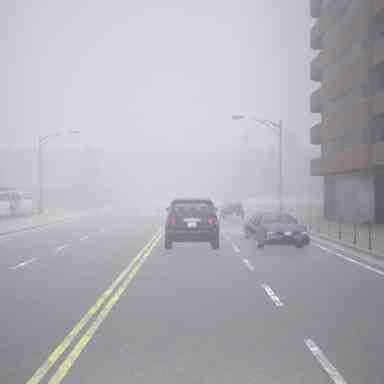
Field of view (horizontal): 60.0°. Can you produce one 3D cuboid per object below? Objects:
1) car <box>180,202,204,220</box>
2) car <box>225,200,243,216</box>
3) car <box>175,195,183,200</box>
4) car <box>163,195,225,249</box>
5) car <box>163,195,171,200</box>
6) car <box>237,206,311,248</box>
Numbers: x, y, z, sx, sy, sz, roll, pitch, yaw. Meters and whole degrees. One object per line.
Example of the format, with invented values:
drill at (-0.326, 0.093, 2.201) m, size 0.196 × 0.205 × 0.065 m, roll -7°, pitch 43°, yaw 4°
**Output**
car at (0.000, 1.615, 29.680) m, size 1.895 × 1.301 × 4.718 m, roll 0°, pitch 0°, yaw 0°
car at (3.500, 1.515, 29.650) m, size 1.837 × 1.490 × 4.892 m, roll 0°, pitch 0°, yaw 0°
car at (-3.666, 1.523, 94.945) m, size 2.128 × 1.511 × 4.902 m, roll 0°, pitch 0°, yaw -3°
car at (0.000, 1.257, 14.680) m, size 2.150 × 2.045 × 5.566 m, roll 0°, pitch 0°, yaw 0°
car at (-7.110, 1.551, 94.267) m, size 1.994 × 1.385 × 4.181 m, roll 0°, pitch 0°, yaw -3°
car at (3.500, 1.562, 14.650) m, size 2.033 × 1.411 × 5.357 m, roll 0°, pitch 0°, yaw 0°
